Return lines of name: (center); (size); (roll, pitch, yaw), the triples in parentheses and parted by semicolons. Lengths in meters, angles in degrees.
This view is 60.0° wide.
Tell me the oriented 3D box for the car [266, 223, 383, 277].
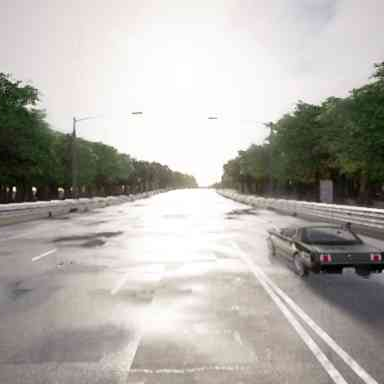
car: (3.666, 1.579, 10.100); (1.895, 1.301, 4.718); (0, 0, -2)
